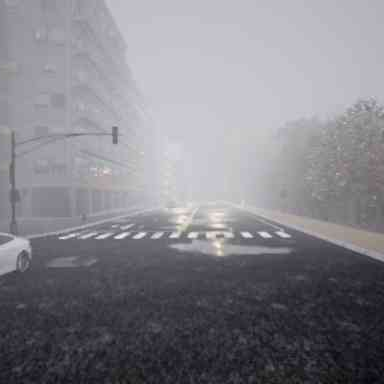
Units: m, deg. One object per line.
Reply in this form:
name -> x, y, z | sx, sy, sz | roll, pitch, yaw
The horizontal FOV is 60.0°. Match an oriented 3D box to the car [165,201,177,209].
car -> -3.952, 2.362, 62.196 | 1.812, 1.442, 4.674 | -1, 0, 2

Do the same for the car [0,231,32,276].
car -> -6.086, 1.805, 8.875 | 1.812, 1.442, 4.674 | -1, -1, 2
